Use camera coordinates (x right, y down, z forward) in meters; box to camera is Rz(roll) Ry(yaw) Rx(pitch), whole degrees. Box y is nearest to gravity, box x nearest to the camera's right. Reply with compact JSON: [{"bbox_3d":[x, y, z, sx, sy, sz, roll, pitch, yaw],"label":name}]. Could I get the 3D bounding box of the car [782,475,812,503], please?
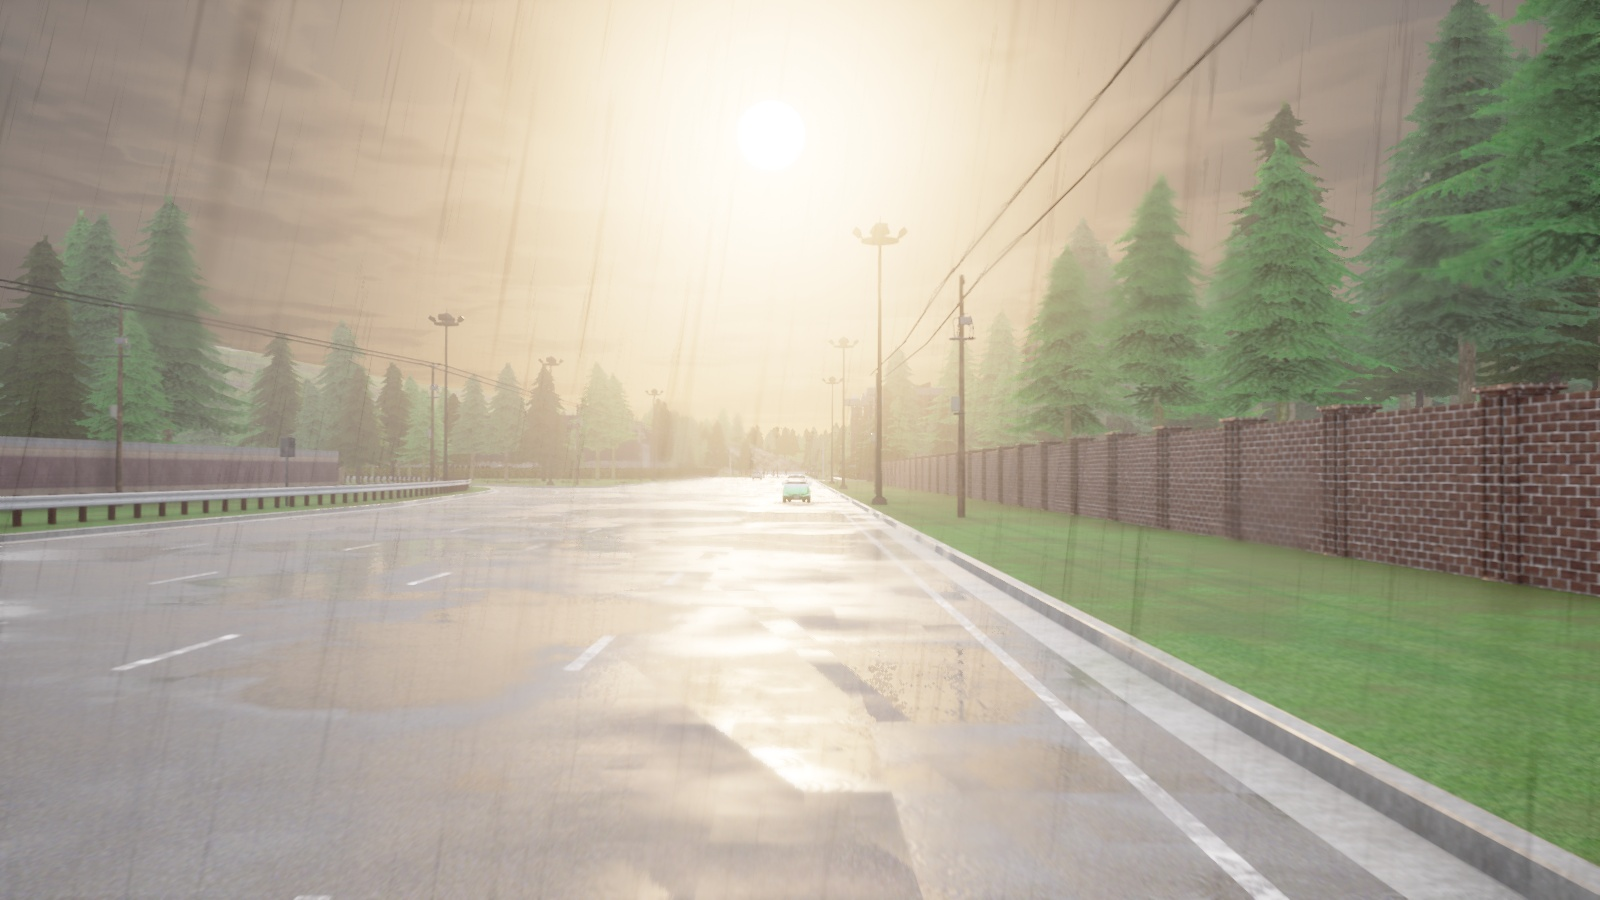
[{"bbox_3d":[-0.149,1.908,61.981,1.481,1.376,2.207,0,-1,0],"label":"car"}]
